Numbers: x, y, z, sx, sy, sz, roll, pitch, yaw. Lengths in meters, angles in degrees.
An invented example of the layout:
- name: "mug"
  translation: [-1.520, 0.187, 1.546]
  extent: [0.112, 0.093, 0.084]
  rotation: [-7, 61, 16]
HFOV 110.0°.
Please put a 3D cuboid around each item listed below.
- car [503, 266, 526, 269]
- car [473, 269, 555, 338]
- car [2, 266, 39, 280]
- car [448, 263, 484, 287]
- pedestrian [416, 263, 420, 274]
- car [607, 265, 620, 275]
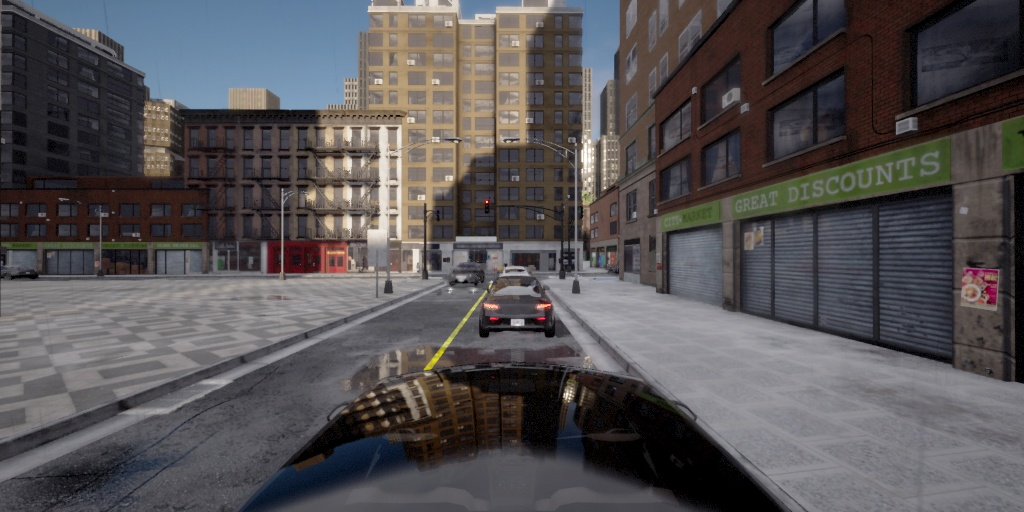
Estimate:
- name: "car"
  translation: [0.145, 1.269, 19.870]
  extent: [1.812, 1.442, 4.674]
  rotation: [0, 0, -1]
- name: "car"
  translation: [0.119, 1.274, 10.089]
  extent: [1.812, 1.442, 4.674]
  rotation: [0, 0, 0]
- name: "car"
  translation: [-49.092, 1.634, 34.868]
  extent: [4.181, 1.385, 1.994]
  rotation: [0, 0, 1]
- name: "car"
  translation: [-3.030, 1.232, 24.547]
  extent: [2.128, 1.511, 4.902]
  rotation: [0, 0, 3]
- name: "pedestrian"
  translation: [-10.050, 0.969, 38.287]
  extent: [0.375, 1.860, 0.375]
  rotation: [0, 0, -1]
- name: "car"
  translation: [11.786, 1.151, 35.462]
  extent: [4.674, 1.442, 1.812]
  rotation: [-1, 0, -2]
